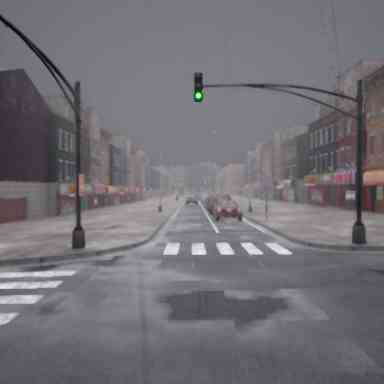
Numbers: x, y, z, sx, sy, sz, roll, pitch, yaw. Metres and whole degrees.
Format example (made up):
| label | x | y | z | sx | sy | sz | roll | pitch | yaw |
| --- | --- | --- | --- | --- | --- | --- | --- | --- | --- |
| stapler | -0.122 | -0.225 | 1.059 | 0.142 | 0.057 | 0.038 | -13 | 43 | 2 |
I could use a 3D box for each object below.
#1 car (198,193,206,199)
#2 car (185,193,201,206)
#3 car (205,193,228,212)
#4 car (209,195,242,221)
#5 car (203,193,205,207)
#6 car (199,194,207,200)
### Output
| label | x | y | z | sx | sy | sz | roll | pitch | yaw |
| --- | --- | --- | --- | --- | --- | --- | --- | --- | --- |
| car | 2.605 | 1.066 | 90.174 | 1.967 | 1.590 | 4.097 | -1 | 0 | 0 |
| car | -0.012 | 1.245 | 50.401 | 1.837 | 1.490 | 4.892 | 0 | 0 | 0 |
| car | 2.621 | 1.139 | 30.746 | 2.192 | 1.841 | 5.009 | -1 | 0 | 0 |
| car | 2.624 | 1.291 | 25.345 | 1.967 | 1.590 | 4.097 | -1 | 0 | 0 |
| car | 2.619 | 1.114 | 36.149 | 2.192 | 1.841 | 5.009 | -1 | 0 | 0 |
| car | 2.610 | 1.232 | 79.369 | 1.802 | 1.307 | 4.206 | -1 | 0 | 0 |
